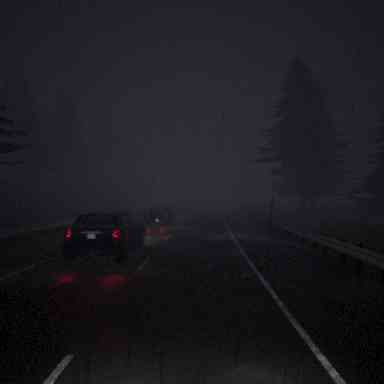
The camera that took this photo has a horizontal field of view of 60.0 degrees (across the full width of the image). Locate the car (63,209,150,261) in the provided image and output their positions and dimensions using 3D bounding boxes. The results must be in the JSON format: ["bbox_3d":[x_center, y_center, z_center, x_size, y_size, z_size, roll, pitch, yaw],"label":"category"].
[{"bbox_3d":[-3.181,1.482,12.942,2.097,1.767,4.553,0,-1,3],"label":"car"}]

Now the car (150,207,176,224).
[{"bbox_3d":[-2.479,1.875,27.346,1.895,1.301,4.718,0,-1,4],"label":"car"}]
